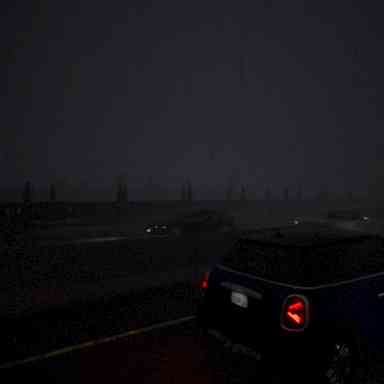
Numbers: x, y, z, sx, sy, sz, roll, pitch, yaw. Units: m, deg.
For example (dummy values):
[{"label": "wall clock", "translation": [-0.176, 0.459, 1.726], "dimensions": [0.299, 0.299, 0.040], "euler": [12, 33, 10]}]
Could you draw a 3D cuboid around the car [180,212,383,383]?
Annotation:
[{"label": "car", "translation": [2.324, 1.377, 5.402], "dimensions": [4.553, 1.767, 2.097], "euler": [0, 0, -35]}]

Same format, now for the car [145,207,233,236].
[{"label": "car", "translation": [-0.029, 1.554, 16.865], "dimensions": [4.892, 1.490, 1.837], "euler": [0, 0, -35]}]

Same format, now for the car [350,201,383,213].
[{"label": "car", "translation": [17.968, 1.648, 33.982], "dimensions": [5.008, 1.535, 1.882], "euler": [0, 0, -35]}]

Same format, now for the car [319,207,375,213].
[{"label": "car", "translation": [7.611, 1.683, 18.013], "dimensions": [4.718, 1.301, 1.895], "euler": [0, 0, -35]}]
